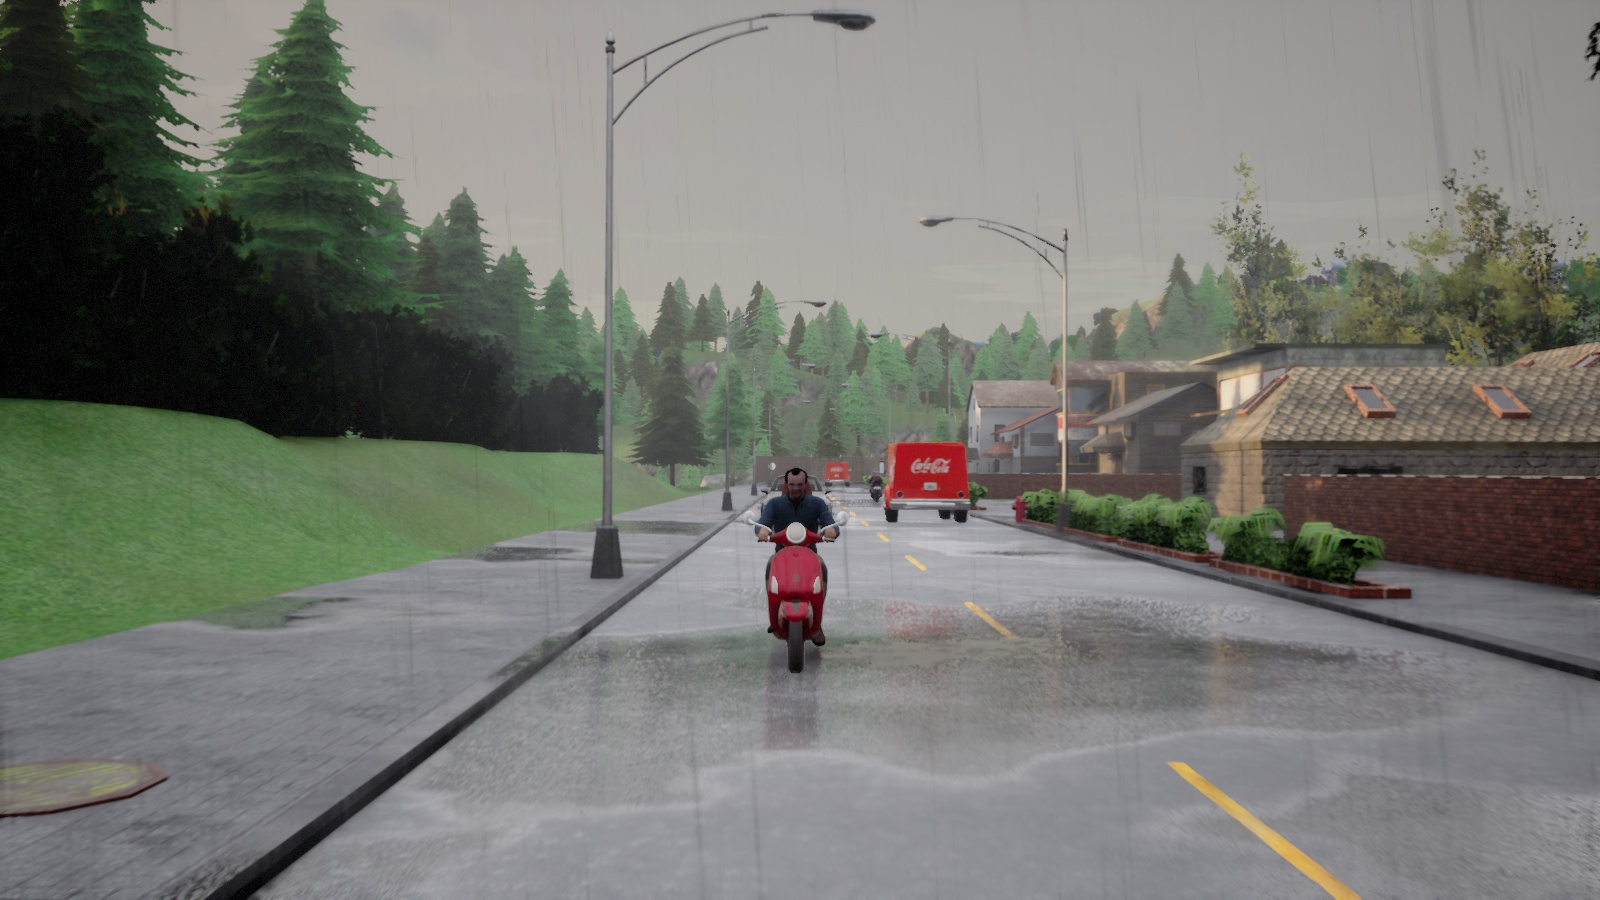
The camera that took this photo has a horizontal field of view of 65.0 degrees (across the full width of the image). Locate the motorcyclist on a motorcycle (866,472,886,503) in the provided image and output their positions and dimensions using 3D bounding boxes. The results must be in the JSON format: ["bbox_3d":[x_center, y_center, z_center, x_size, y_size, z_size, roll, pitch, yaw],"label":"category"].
[{"bbox_3d":[3.859,1.903,63.867,0.866,1.530,2.191,0,-1,0],"label":"motorcyclist on a motorcycle"}]

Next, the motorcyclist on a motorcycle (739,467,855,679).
[{"bbox_3d":[-0.026,0.942,10.406,0.866,1.590,1.817,0,-1,0],"label":"motorcyclist on a motorcycle"}]

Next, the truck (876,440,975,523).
[{"bbox_3d":[3.900,0.985,40.207,2.627,2.467,5.204,0,-1,0],"label":"truck"}]

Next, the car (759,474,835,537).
[{"bbox_3d":[-0.078,1.364,32.007,1.816,1.474,4.193,0,-1,0],"label":"car"}]
